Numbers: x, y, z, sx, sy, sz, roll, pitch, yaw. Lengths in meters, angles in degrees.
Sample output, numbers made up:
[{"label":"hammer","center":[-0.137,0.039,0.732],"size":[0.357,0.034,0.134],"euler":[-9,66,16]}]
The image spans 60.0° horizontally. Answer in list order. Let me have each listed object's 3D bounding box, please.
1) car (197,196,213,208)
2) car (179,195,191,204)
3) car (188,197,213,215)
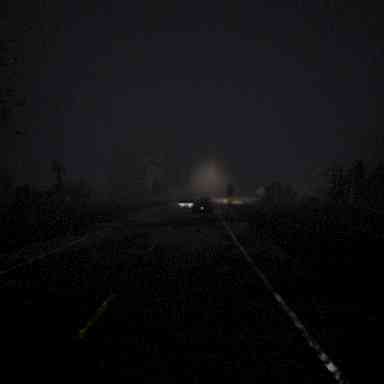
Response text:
[{"label":"car","center":[1.786,1.305,45.065],"size":[1.994,1.385,4.181],"euler":[0,0,5]},{"label":"car","center":[-0.902,1.239,56.223],"size":[1.994,1.385,4.181],"euler":[0,0,6]},{"label":"car","center":[1.014,1.384,31.893],"size":[1.994,1.385,4.181],"euler":[0,0,3]}]
